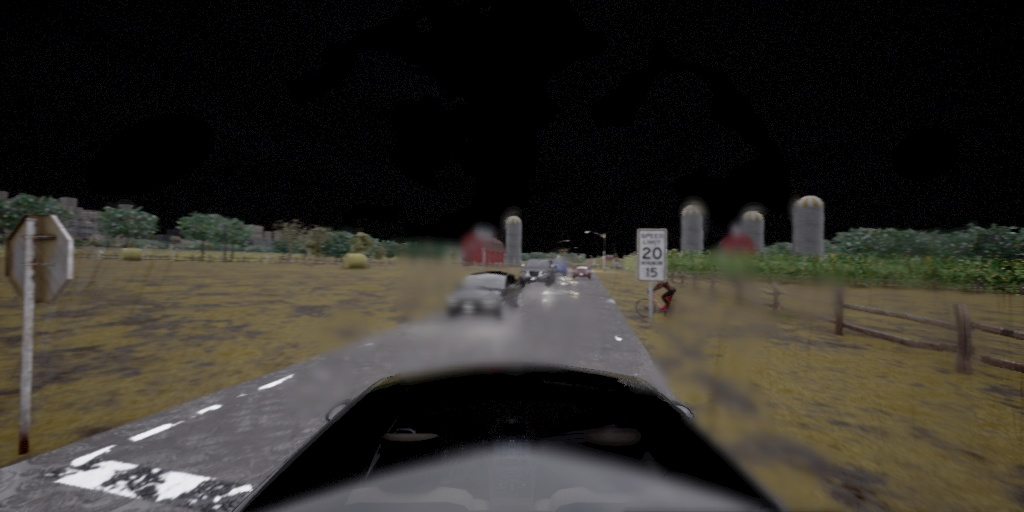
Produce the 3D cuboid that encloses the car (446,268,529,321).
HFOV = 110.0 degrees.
[{"bbox_3d":[-0.787,1.327,12.979,1.837,1.490,4.892,1,-1,12],"label":"car"}]

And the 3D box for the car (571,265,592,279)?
[{"bbox_3d":[7.494,1.673,38.417,1.812,1.442,4.674,1,0,12],"label":"car"}]

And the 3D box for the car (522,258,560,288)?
[{"bbox_3d":[2.047,1.186,26.598,2.150,2.045,5.566,1,0,12],"label":"car"}]

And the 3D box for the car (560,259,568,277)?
[{"bbox_3d":[5.439,1.356,42.305,2.150,2.045,5.566,1,-1,12],"label":"car"}]

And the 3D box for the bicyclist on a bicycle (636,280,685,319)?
[{"bbox_3d":[5.262,1.409,12.689,1.656,1.620,0.582,2,0,12],"label":"bicyclist on a bicycle"}]
